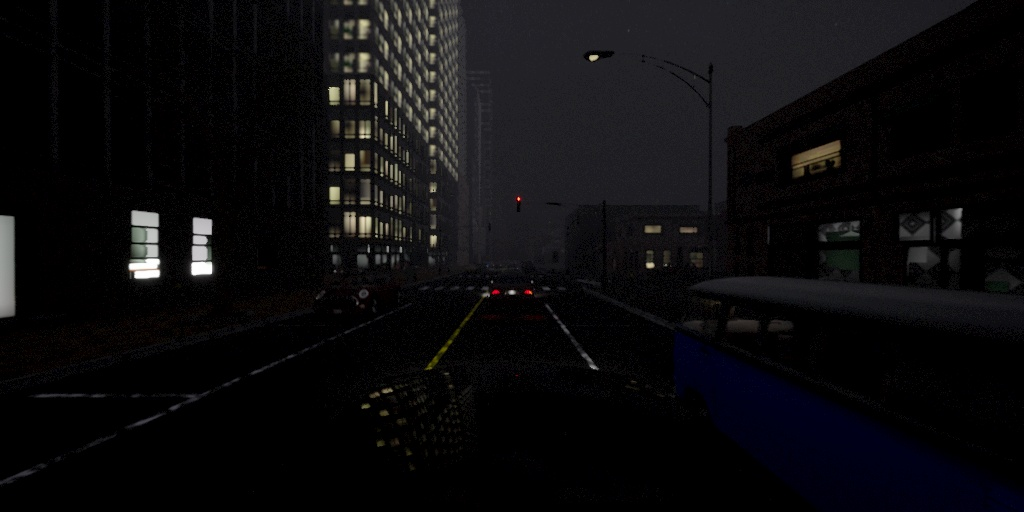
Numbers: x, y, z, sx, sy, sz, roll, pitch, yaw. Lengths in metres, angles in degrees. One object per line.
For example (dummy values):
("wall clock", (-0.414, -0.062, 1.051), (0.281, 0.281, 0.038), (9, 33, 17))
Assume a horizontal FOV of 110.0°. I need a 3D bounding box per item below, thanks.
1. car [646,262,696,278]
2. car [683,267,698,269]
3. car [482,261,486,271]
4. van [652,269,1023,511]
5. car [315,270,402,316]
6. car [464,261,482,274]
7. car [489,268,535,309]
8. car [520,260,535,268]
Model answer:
("car", (16.515, 1.498, 36.970), (5.009, 1.841, 2.192), (0, 0, 1))
("car", (16.409, 1.800, 28.591), (4.313, 1.339, 1.948), (0, 0, 1))
("car", (-5.663, 1.833, 57.306), (1.948, 1.339, 4.313), (0, 0, 0))
("van", (2.690, 1.099, 2.634), (1.690, 1.789, 3.998), (0, 0, 0))
("car", (-5.692, 1.301, 13.716), (1.967, 1.591, 4.097), (0, 0, 0))
("car", (-5.833, 1.740, 51.492), (1.751, 1.417, 4.829), (0, 0, 0))
("car", (0.000, 1.428, 15.831), (2.033, 1.411, 5.357), (0, -1, 0))
("car", (2.685, 1.707, 57.252), (1.967, 1.591, 4.097), (0, 0, 0))
